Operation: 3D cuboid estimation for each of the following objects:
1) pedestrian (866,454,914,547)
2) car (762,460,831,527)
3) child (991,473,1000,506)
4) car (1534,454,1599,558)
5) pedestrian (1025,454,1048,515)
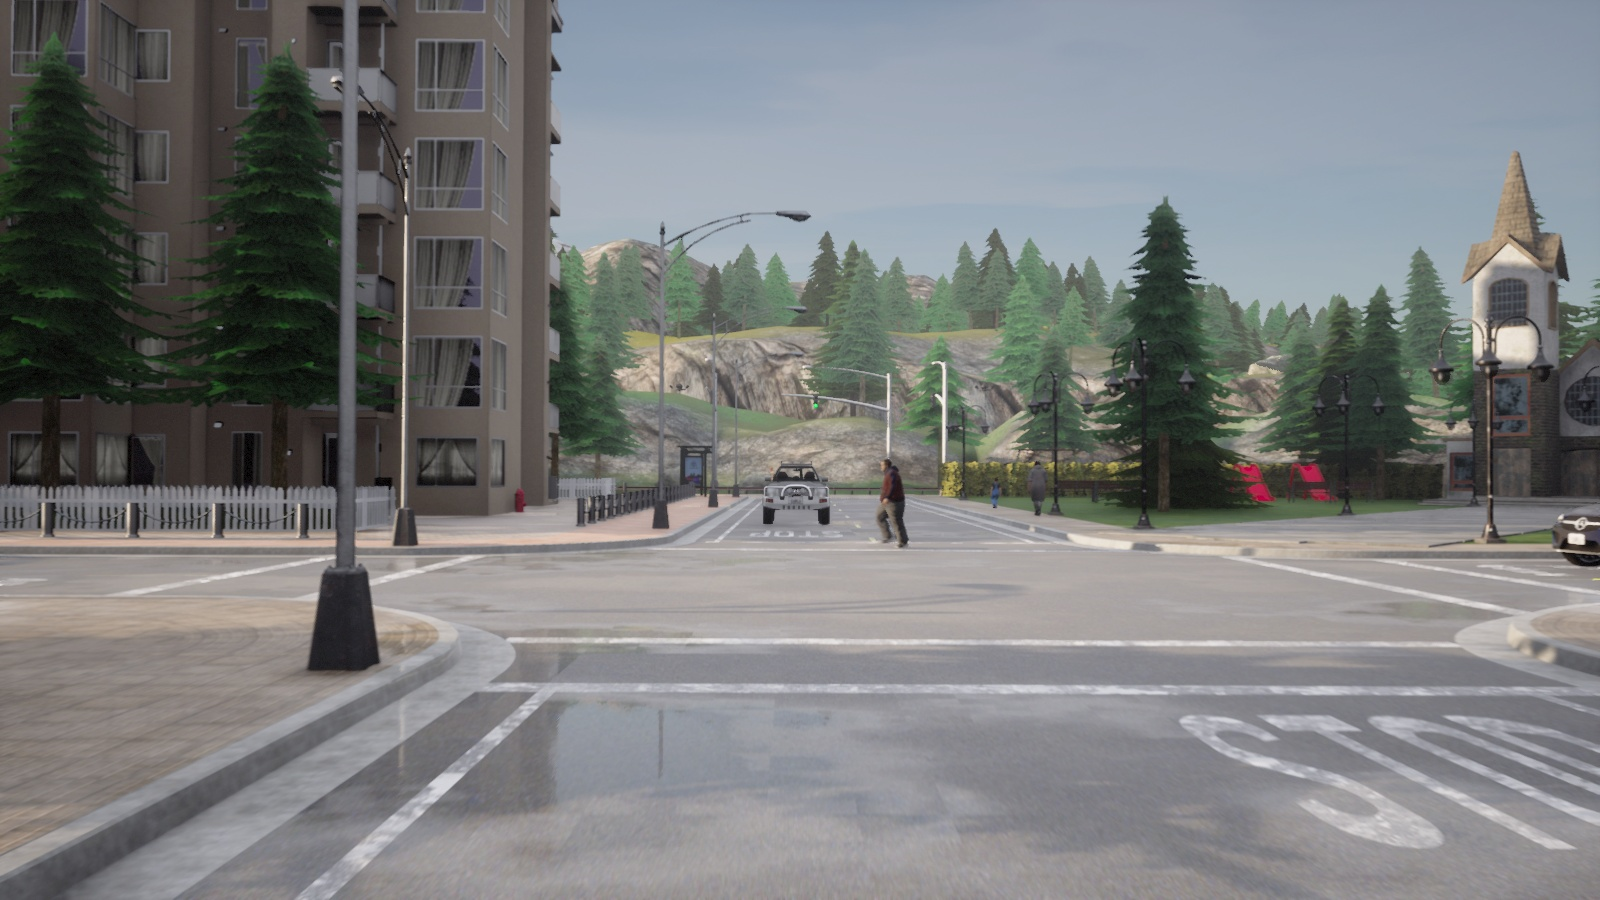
[{"bbox_3d":[1.803,1.013,25.231,0.899,1.844,0.634,0,-1,0],"label":"pedestrian"},{"bbox_3d":[-0.096,1.259,37.455,1.932,1.855,4.605,0,-1,0],"label":"car"},{"bbox_3d":[7.554,1.537,48.516,0.270,1.263,0.437,0,-1,-2],"label":"child"},{"bbox_3d":[15.241,0.894,20.699,5.027,1.651,2.152,0,-1,-1],"label":"car"},{"bbox_3d":[7.690,1.128,40.795,0.659,1.952,0.873,0,-1,6],"label":"pedestrian"}]
